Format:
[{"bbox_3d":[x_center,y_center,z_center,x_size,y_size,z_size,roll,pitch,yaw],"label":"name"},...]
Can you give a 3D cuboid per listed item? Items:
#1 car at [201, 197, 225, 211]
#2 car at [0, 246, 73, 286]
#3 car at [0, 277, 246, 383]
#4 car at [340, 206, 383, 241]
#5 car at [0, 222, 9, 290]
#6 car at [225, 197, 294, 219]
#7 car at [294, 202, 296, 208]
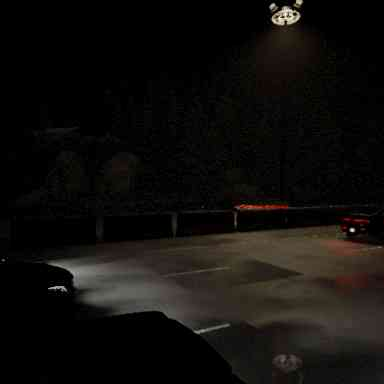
[{"bbox_3d":[3.272,1.374,36.729,4.892,1.490,1.837,-1,1,-28],"label":"car"},{"bbox_3d":[-4.207,1.525,4.926,4.674,1.442,1.812,0,0,-28],"label":"car"},{"bbox_3d":[-1.881,1.600,2.193,4.718,1.301,1.895,0,0,-28],"label":"car"},{"bbox_3d":[9.278,1.421,15.943,4.892,1.490,1.837,0,0,-28],"label":"car"},{"bbox_3d":[-6.596,1.563,7.626,4.181,1.385,1.994,0,0,-28],"label":"car"},{"bbox_3d":[5.270,1.257,25.923,4.553,1.767,2.097,0,0,-28],"label":"car"},{"bbox_3d":[7.371,1.342,30.974,5.008,1.535,1.882,-1,0,-28],"label":"car"}]
